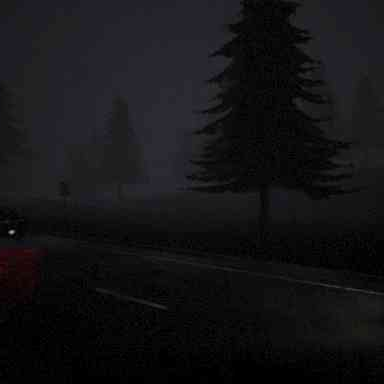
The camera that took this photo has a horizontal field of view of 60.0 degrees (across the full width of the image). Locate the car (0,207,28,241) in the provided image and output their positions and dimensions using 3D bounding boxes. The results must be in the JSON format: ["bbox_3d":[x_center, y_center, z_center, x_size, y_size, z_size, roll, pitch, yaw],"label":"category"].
[{"bbox_3d":[-9.345,1.411,15.036,4.902,1.511,2.128,0,0,36],"label":"car"}]
